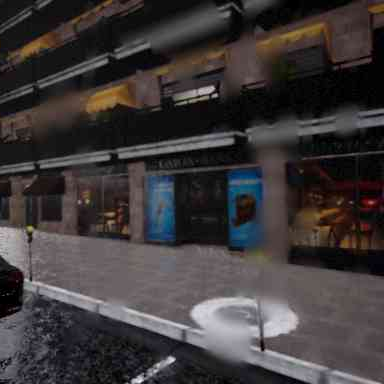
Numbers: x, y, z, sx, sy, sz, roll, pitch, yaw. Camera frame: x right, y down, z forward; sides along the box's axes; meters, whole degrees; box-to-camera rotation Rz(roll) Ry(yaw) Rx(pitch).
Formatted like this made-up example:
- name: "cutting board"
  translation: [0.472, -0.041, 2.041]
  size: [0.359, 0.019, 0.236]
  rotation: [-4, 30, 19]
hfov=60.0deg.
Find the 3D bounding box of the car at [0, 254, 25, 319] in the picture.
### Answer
- name: "car"
  translation: [-4.816, 1.536, 6.175]
  size: [4.313, 1.339, 1.947]
  rotation: [0, -2, 35]
